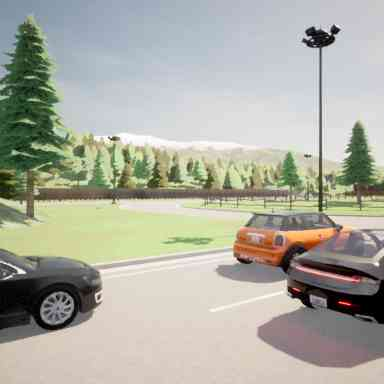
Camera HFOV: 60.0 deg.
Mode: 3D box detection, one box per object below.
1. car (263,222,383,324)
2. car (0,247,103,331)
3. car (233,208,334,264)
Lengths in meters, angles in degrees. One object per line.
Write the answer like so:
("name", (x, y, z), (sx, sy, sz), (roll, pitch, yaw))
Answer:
("car", (3.958, 1.492, 6.600), (4.902, 1.511, 2.128), (0, 0, -35))
("car", (-3.896, 1.503, 5.267), (4.892, 1.490, 1.837), (1, 0, -35))
("car", (3.522, 1.352, 10.575), (4.553, 1.767, 2.097), (0, 0, -35))
